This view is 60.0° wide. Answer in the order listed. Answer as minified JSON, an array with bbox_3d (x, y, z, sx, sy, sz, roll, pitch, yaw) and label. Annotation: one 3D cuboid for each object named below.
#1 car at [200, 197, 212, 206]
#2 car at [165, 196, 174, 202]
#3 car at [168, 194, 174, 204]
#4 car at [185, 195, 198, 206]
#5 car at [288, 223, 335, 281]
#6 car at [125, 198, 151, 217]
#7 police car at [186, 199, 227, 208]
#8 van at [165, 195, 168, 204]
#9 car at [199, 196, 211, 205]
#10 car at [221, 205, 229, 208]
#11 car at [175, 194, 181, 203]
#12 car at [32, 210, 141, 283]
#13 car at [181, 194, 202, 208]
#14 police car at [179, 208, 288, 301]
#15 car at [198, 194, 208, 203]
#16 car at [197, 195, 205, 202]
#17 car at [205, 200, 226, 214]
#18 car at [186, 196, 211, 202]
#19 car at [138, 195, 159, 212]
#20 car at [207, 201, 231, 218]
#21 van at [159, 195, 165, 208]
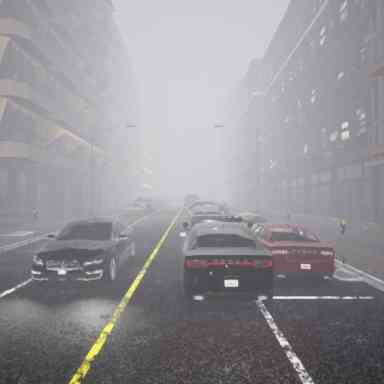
[{"bbox_3d":[2.501,1.664,59.528,1.887,1.381,4.507,1,0,0],"label":"car"},{"bbox_3d":[-5.412,1.775,81.701,1.947,1.339,4.313,1,0,0],"label":"car"},{"bbox_3d":[-5.382,1.455,65.110,2.192,1.841,5.009,1,0,0],"label":"car"},{"bbox_3d":[-0.083,1.473,59.934,2.097,1.767,4.553,0,0,0],"label":"car"},{"bbox_3d":[2.574,1.552,9.753,1.887,1.381,4.507,1,0,0],"label":"car"},{"bbox_3d":[-5.338,1.568,31.757,1.752,1.417,4.829,2,0,0],"label":"car"},{"bbox_3d":[0.801,1.443,18.529,1.930,1.638,5.238,0,0,0],"label":"police car"},{"bbox_3d":[-5.366,1.442,54.049,1.690,1.788,3.998,1,0,0],"label":"van"},{"bbox_3d":[2.503,1.580,65.061,1.967,1.590,4.097,1,0,0],"label":"car"},{"bbox_3d":[2.566,1.539,15.455,1.752,1.417,4.829,1,0,0],"label":"car"},{"bbox_3d":[-2.852,1.673,72.444,1.837,1.490,4.892,0,0,0],"label":"car"},{"bbox_3d":[-2.859,1.512,9.740,1.837,1.490,4.892,0,0,0],"label":"car"},{"bbox_3d":[-0.054,1.296,45.523,2.150,2.045,5.566,0,0,0],"label":"car"},{"bbox_3d":[0.705,1.431,8.527,1.930,1.638,5.238,0,0,0],"label":"police car"},{"bbox_3d":[2.448,1.499,76.123,2.192,1.841,5.009,1,0,0],"label":"car"},{"bbox_3d":[2.429,1.676,87.185,1.967,1.590,4.097,1,0,0],"label":"car"},{"bbox_3d":[2.533,1.605,37.407,2.008,1.369,4.403,1,0,0],"label":"car"},{"bbox_3d":[0.792,1.379,24.392,2.097,1.767,4.553,0,0,0],"label":"car"},{"bbox_3d":[-5.341,1.370,37.459,2.192,1.841,5.009,2,0,0],"label":"car"},{"bbox_3d":[2.541,1.588,31.875,1.887,1.381,4.507,1,0,0],"label":"car"},{"bbox_3d":[-5.357,1.424,48.517,1.690,1.788,3.998,2,0,0],"label":"van"}]
